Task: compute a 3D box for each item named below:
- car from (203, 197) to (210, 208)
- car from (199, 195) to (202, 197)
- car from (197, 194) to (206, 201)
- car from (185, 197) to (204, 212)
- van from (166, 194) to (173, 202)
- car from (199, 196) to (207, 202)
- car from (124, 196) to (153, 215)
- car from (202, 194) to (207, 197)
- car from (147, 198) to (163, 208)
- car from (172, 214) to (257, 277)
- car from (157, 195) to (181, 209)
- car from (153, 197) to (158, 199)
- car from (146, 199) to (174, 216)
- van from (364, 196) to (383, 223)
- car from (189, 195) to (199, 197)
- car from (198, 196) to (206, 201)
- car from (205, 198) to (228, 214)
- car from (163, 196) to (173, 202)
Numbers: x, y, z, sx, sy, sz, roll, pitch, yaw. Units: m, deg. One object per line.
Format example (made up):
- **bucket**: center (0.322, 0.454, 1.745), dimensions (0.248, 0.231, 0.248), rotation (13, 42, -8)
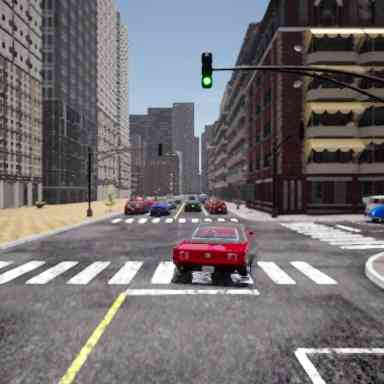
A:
- **car**: center (2.691, 1.589, 40.174), dimensions (1.887, 1.381, 4.507), rotation (0, 0, 0)
- **car**: center (2.694, 1.648, 62.285), dimensions (1.947, 1.339, 4.313), rotation (0, 0, 0)
- **car**: center (2.697, 1.470, 95.451), dimensions (2.192, 1.841, 5.009), rotation (0, 0, 0)
- **car**: center (0.106, 1.608, 40.283), dimensions (1.994, 1.385, 4.181), rotation (0, 0, 0)
- **van**: center (-5.684, 1.470, 84.398), dimensions (1.690, 1.788, 3.998), rotation (0, 0, 0)
- **car**: center (2.698, 1.673, 84.395), dimensions (1.887, 1.381, 4.507), rotation (0, 0, 0)
- **car**: center (-5.692, 1.352, 34.649), dimensions (2.192, 1.841, 5.009), rotation (0, 0, 0)
- **car**: center (2.691, 1.493, 45.702), dimensions (1.967, 1.590, 4.097), rotation (0, 0, 0)
- **car**: center (-5.688, 1.627, 51.232), dimensions (1.947, 1.339, 4.313), rotation (0, 0, 0)
- **car**: center (0.942, 1.609, 10.346), dimensions (1.895, 1.301, 4.718), rotation (0, 0, 14)
- **car**: center (-3.075, 1.543, 45.186), dimensions (2.128, 1.511, 4.902), rotation (0, 0, 0)
- **car**: center (-5.689, 1.597, 45.703), dimensions (1.887, 1.381, 4.507), rotation (0, 0, 0)
- **car**: center (-3.079, 1.636, 32.995), dimensions (1.895, 1.301, 4.718), rotation (0, 0, 0)
- **van**: center (13.711, 1.130, 22.201), dimensions (3.998, 1.788, 1.690), rotation (-1, 1, 0)
- **car**: center (0.010, 1.608, 74.532), dimensions (1.837, 1.490, 4.892), rotation (0, 0, 0)
- **car**: center (2.698, 1.692, 89.923), dimensions (2.008, 1.369, 4.403), rotation (0, 0, 0)
- **car**: center (2.690, 1.582, 34.647), dimensions (1.887, 1.381, 4.507), rotation (0, 0, 0)
- **car**: center (-5.684, 1.661, 78.870), dimensions (1.887, 1.381, 4.507), rotation (0, 0, 0)
